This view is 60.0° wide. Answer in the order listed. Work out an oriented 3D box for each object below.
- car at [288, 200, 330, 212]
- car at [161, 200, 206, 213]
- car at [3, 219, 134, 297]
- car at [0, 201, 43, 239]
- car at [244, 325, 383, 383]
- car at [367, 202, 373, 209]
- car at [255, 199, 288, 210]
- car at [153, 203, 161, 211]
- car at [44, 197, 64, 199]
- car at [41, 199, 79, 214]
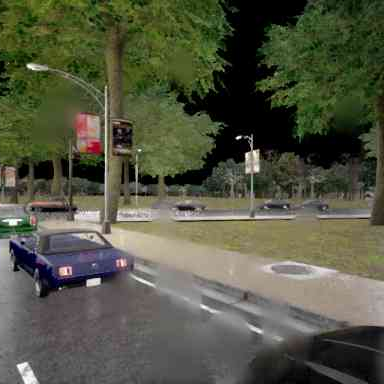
[{"bbox_3d":[15.465,1.755,43.276,4.892,1.490,1.837,1,0,-14],"label":"car"},{"bbox_3d":[-0.790,1.641,39.128,4.902,1.511,2.128,0,0,-14],"label":"car"},{"bbox_3d":[-3.419,1.601,8.719,1.895,1.301,4.718,0,0,-38],"label":"car"},{"bbox_3d":[-8.909,1.352,15.837,2.097,1.767,4.553,0,0,-38],"label":"car"},{"bbox_3d":[2.352,1.478,1.244,1.882,1.535,5.008,0,0,-38],"label":"car"},{"bbox_3d":[28.723,1.876,49.934,4.902,1.511,2.128,0,0,-14],"label":"car"},{"bbox_3d":[11.044,1.726,45.506,4.892,1.490,1.837,-1,0,-14],"label":"car"},{"bbox_3d":[-2.870,1.707,41.950,4.181,1.385,1.994,0,0,-14],"label":"car"},{"bbox_3d":[-16.597,1.414,38.460,4.553,1.767,2.097,0,0,-14],"label":"car"},{"bbox_3d":[-14.665,1.671,35.577,4.718,1.301,1.895,0,0,-14],"label":"car"}]
